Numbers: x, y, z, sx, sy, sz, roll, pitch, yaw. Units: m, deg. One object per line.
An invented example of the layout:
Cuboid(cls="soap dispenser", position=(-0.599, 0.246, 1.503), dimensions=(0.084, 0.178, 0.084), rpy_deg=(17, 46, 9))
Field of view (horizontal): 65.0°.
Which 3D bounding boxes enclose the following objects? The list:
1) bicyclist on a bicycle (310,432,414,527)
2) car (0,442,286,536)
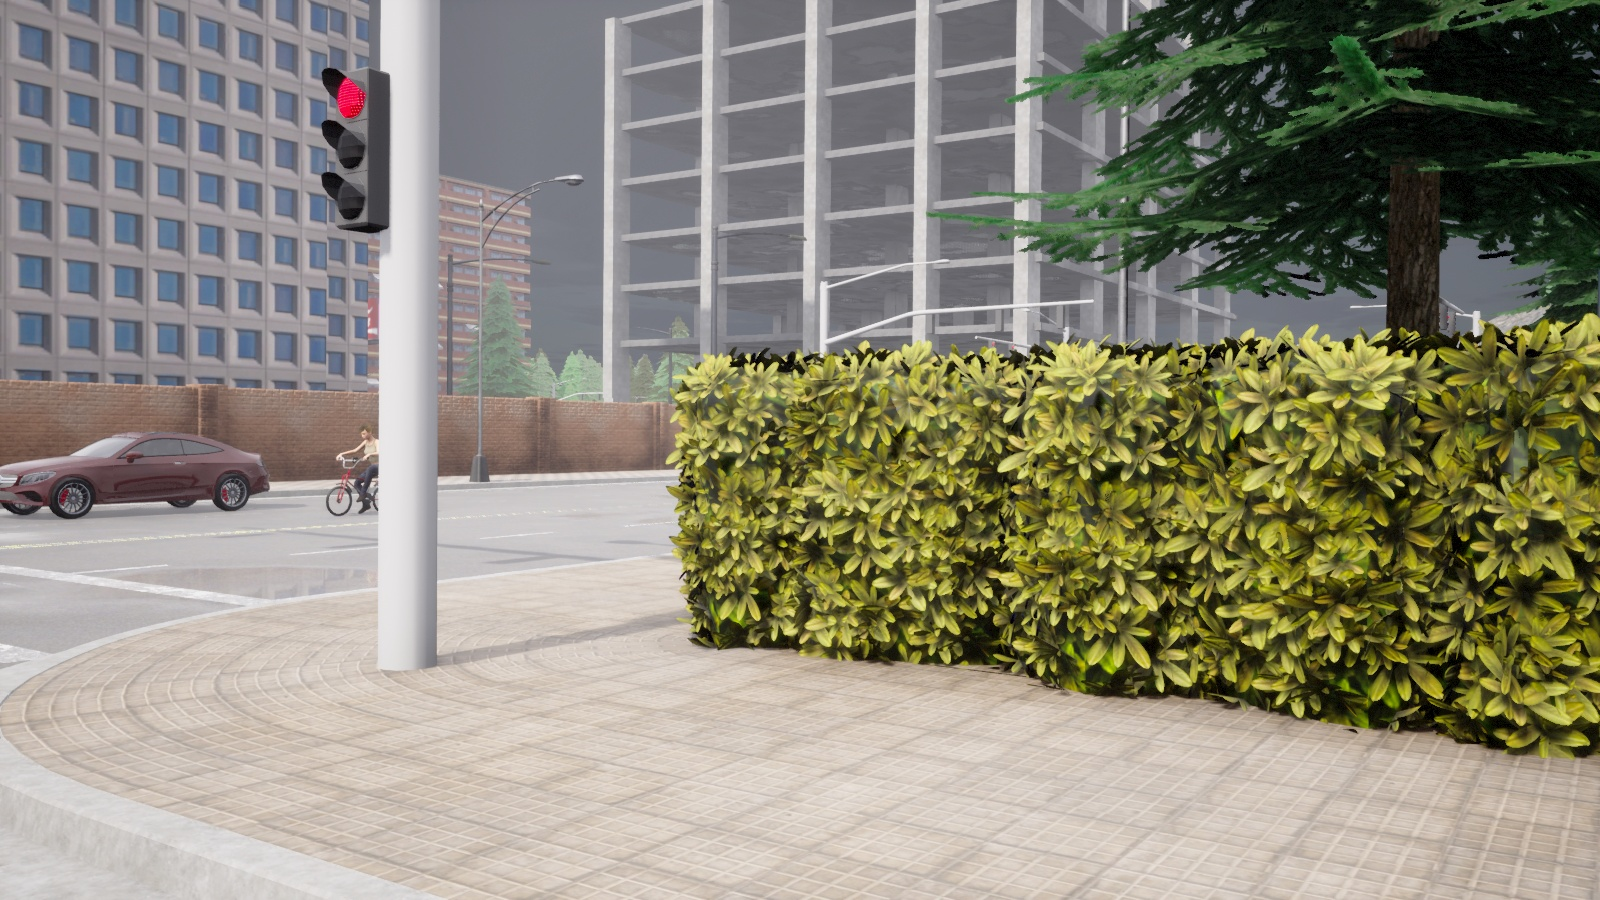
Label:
Cuboid(cls="bicyclist on a bicycle", position=(-7.757, 0.489, 22.290), dimensions=(0.866, 1.612, 1.509), rpy_deg=(0, 1, 34))
Cuboid(cls="car", position=(-11.841, 0.613, 22.469), dimensions=(1.812, 1.442, 4.674), rpy_deg=(0, 1, 33))
